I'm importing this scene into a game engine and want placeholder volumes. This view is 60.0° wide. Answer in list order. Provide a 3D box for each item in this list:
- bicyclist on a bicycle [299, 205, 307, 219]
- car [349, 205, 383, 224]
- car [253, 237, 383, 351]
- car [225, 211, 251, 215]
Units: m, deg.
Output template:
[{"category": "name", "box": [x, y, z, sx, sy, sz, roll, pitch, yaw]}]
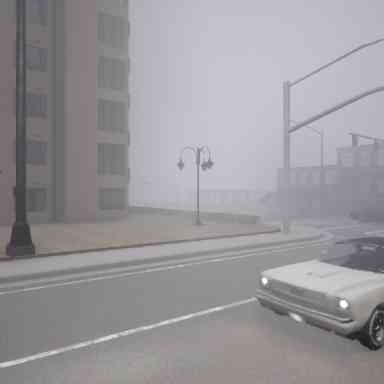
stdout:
[{"category": "bicyclist on a bicycle", "box": [13.543, 2.464, 40.664, 1.656, 1.620, 0.582, 0, -8, -35]}, {"category": "car", "box": [13.343, 1.572, 22.391, 1.895, 1.301, 4.718, 0, -1, -36]}, {"category": "car", "box": [3.419, 1.601, 6.312, 4.718, 1.301, 1.895, 0, 0, -34]}, {"category": "car", "box": [4.285, 2.775, 34.776, 2.128, 1.511, 4.902, 0, -9, -36]}]
